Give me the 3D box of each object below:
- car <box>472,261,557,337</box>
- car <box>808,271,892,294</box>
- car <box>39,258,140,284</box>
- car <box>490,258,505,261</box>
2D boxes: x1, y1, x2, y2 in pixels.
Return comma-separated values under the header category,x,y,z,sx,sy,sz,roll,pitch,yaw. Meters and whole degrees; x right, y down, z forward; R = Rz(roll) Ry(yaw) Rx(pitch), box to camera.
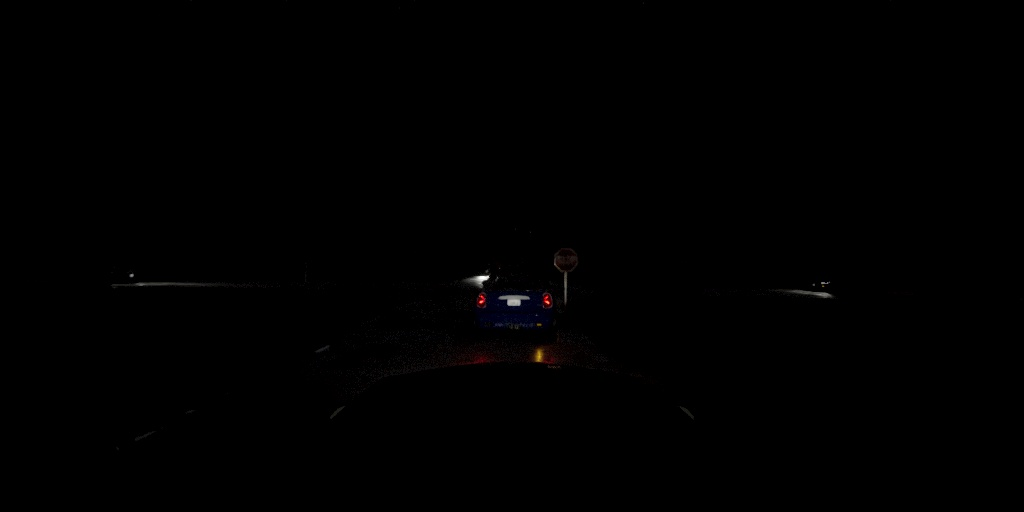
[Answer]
category,x,y,z,sx,sy,sz,roll,pitch,yaw
car,0.146,1.145,10.675,2.097,1.767,4.553,0,0,3
car,23.638,1.809,25.193,4.892,1.490,1.837,1,0,0
car,-26.160,0.910,22.353,4.902,1.511,2.128,1,0,0
car,-2.742,1.368,57.527,2.150,2.045,5.566,0,0,1
